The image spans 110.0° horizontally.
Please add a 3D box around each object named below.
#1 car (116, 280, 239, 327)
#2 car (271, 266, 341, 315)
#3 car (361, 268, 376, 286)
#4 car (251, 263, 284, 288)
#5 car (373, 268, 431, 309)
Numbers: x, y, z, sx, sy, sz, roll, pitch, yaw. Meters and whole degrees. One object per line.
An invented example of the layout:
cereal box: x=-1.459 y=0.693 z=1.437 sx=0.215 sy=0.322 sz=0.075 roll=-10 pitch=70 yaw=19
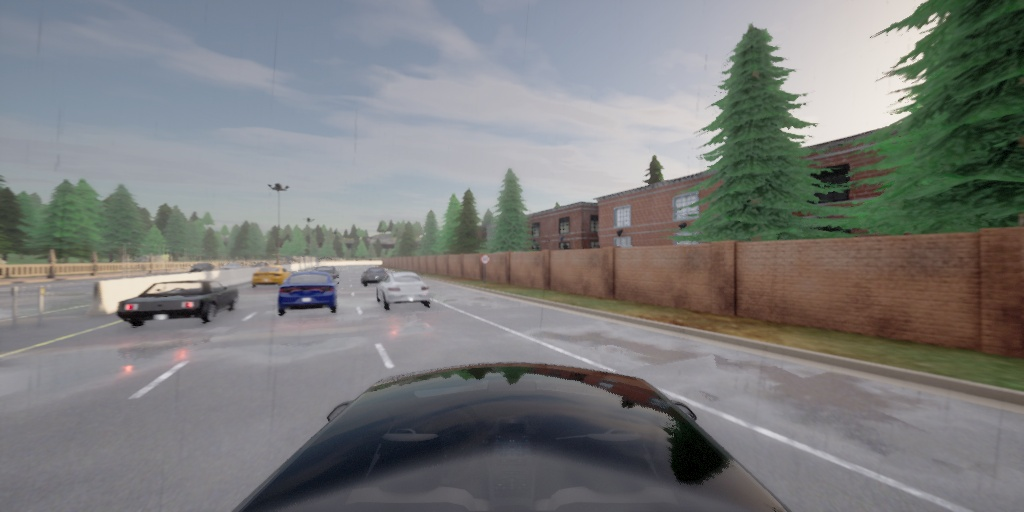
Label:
car: x=-10.841 y=1.455 z=12.113 sx=1.895 sy=1.301 sz=4.718 roll=0 pitch=-1 yaw=-26
car: x=-8.130 y=1.361 z=14.575 sx=1.882 sy=1.535 sz=5.008 roll=0 pitch=0 yaw=-25
car: x=-10.876 y=1.599 z=28.591 sx=1.994 sy=1.385 sz=4.181 roll=0 pitch=-1 yaw=-24
car: x=-17.591 y=1.482 z=26.448 sx=1.882 sy=1.535 sz=5.008 roll=0 pitch=0 yaw=-24
car: x=-4.853 y=1.426 z=15.832 sx=1.812 sy=1.442 sz=4.674 roll=0 pitch=0 yaw=-25
